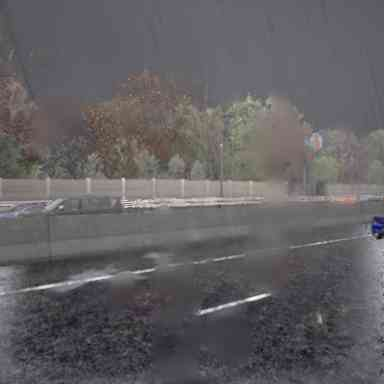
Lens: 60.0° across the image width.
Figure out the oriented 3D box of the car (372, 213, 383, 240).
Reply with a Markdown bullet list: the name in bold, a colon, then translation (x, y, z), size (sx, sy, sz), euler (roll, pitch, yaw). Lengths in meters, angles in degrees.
- **car**: translation (10.277, 1.396, 15.367), size (5.008, 1.535, 1.882), euler (0, 0, -36)

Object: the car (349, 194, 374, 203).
- **car**: translation (25.100, 1.260, 47.651), size (5.008, 1.535, 1.882), euler (0, 0, -35)

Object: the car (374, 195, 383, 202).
- **car**: translation (27.592, 1.004, 45.128), size (5.566, 2.045, 2.150), euler (0, 0, -35)

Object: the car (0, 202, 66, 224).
- **car**: translation (-12.582, 1.527, 25.114), size (5.357, 1.411, 2.033), euler (0, 0, -35)

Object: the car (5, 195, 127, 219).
- **car**: translation (-6.054, 1.199, 16.869), size (5.566, 2.045, 2.150), euler (0, 0, -35)

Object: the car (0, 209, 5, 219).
- **car**: translation (-10.236, 1.525, 22.483), size (5.357, 1.411, 2.033), euler (0, 0, -35)

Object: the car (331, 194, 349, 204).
- **car**: translation (23.188, 1.133, 50.581), size (4.553, 1.767, 2.097), euler (0, 0, -35)

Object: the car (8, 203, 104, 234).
- **car**: translation (-7.996, 1.468, 19.782), size (4.902, 1.511, 2.128), euler (0, 0, -35)
